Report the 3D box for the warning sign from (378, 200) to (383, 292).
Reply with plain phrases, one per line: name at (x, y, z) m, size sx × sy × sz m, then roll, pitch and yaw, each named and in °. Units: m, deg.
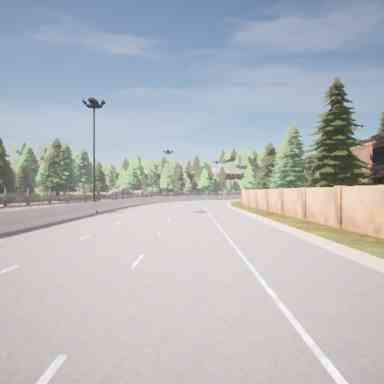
warning sign at (4.550, 1.099, 6.434) m, size 1.300 × 1.860 × 1.060 m, roll 0°, pitch 0°, yaw 0°
